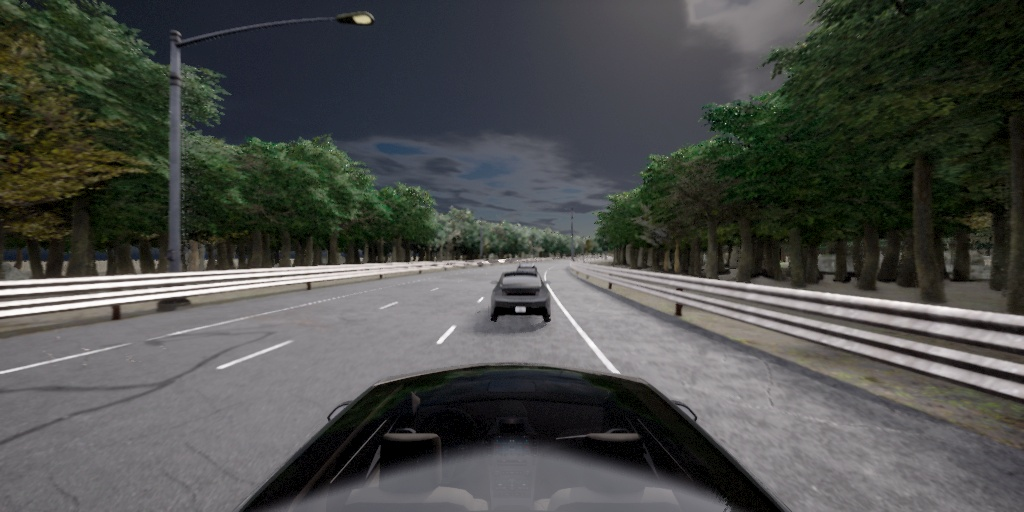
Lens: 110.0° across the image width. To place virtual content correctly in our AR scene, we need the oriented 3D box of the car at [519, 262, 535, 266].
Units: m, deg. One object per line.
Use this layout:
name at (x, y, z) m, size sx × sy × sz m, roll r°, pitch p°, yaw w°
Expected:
car at (1.401, 1.318, 32.667) m, size 2.128 × 1.511 × 4.902 m, roll 0°, pitch 0°, yaw 4°

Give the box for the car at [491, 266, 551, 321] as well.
car at (0.305, 1.275, 12.570) m, size 1.837 × 1.490 × 4.892 m, roll 0°, pitch 0°, yaw 1°
